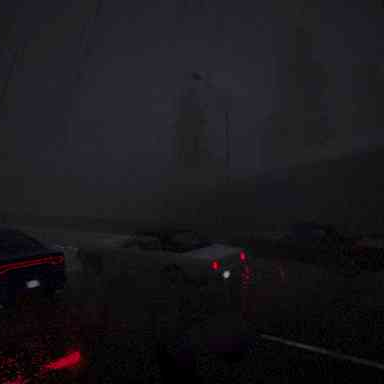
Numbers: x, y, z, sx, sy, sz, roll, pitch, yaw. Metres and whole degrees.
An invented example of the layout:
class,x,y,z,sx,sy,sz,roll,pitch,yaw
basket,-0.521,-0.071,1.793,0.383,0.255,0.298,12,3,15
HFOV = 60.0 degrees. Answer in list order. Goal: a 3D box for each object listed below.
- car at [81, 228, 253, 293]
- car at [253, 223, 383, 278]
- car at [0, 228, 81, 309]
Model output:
class,x,y,z,sx,sy,sz,roll,pitch,yaw
car,-1.002,1.653,9.025,4.718,1.301,1.895,-1,0,35
car,3.446,1.620,10.192,4.718,1.301,1.895,-1,0,35
car,-4.940,1.557,7.550,5.008,1.535,1.882,-1,0,35
